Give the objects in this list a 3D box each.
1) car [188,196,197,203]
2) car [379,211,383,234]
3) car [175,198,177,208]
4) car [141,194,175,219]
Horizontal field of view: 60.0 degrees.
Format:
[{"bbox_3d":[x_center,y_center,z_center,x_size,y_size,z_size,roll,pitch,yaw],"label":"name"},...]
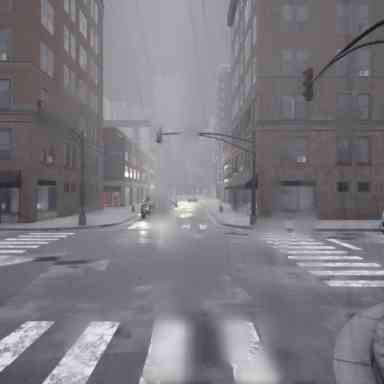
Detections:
[{"bbox_3d":[0.071,1.519,69.960,2.128,1.511,4.902,0,0,0],"label":"car"},{"bbox_3d":[11.041,1.617,14.610,4.718,1.301,1.895,0,0,2],"label":"car"},{"bbox_3d":[-3.120,1.545,39.385,1.812,1.442,4.674,0,0,0],"label":"car"},{"bbox_3d":[-3.100,1.236,29.712,2.150,2.045,5.566,0,0,2],"label":"car"}]
